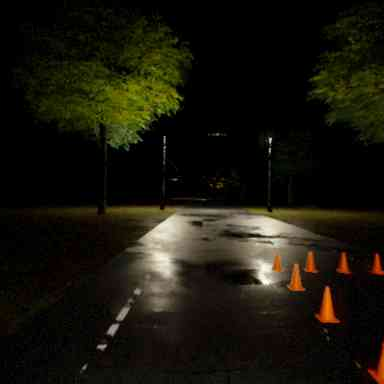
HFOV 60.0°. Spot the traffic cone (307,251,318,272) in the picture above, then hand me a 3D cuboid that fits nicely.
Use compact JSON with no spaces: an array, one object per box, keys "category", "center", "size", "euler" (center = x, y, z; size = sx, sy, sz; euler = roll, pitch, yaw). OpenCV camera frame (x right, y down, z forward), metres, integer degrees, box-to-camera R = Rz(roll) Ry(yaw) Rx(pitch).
[{"category":"traffic cone","center":[3.601,2.100,10.124],"size":[0.340,0.580,0.340],"euler":[1,0,1]}]

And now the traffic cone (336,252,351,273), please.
[{"category":"traffic cone","center":[4.600,2.124,10.098],"size":[0.340,0.580,0.340],"euler":[1,0,1]}]

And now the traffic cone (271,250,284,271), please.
[{"category":"traffic cone","center":[2.602,2.075,10.151],"size":[0.340,0.580,0.340],"euler":[1,0,1]}]

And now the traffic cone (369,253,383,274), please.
[{"category":"traffic cone","center":[5.599,2.149,10.072],"size":[0.340,0.580,0.340],"euler":[1,0,1]}]

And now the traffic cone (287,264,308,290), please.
[{"category":"traffic cone","center":[2.550,2.063,8.151],"size":[0.340,0.580,0.340],"euler":[1,0,1]}]

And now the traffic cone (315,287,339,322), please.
[{"category":"traffic cone","center":[2.498,2.050,6.152],"size":[0.340,0.580,0.340],"euler":[1,0,1]}]

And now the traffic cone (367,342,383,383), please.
[{"category":"traffic cone","center":[2.446,2.038,4.153],"size":[0.340,0.580,0.340],"euler":[1,0,1]}]
